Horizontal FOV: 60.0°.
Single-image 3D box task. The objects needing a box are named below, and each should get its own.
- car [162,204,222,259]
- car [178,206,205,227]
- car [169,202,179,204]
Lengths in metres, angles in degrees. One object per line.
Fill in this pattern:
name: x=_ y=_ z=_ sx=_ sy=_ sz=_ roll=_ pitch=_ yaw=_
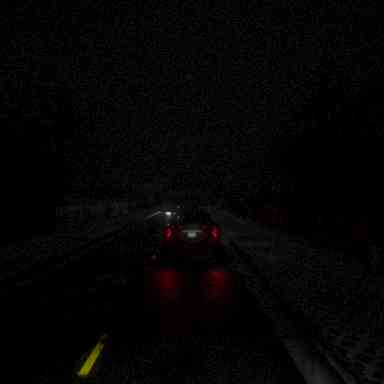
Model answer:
car: x=0.014 y=1.516 z=13.478 sx=2.097 sy=1.767 sz=4.553 roll=0 pitch=-1 yaw=0
car: x=-0.001 y=1.924 z=27.593 sx=2.033 sy=1.411 sz=5.357 roll=0 pitch=-1 yaw=0
car: x=-2.788 y=2.320 z=51.609 sx=1.837 sy=1.490 sz=4.892 roll=0 pitch=-2 yaw=0
